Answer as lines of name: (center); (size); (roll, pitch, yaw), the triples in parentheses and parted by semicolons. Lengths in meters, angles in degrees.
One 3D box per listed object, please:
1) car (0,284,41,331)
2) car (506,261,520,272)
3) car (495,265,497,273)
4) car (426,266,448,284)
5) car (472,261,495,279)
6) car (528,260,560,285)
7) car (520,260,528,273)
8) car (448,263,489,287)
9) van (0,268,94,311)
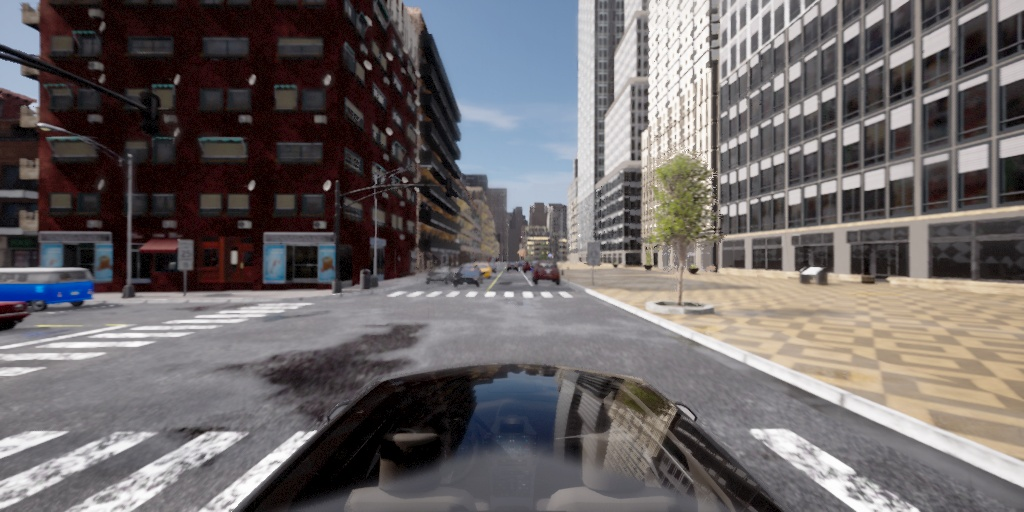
car: (-16.549, 1.592, 9.774); (4.718, 1.301, 1.895); (-1, 0, -1)
car: (0.093, 1.730, 57.815); (1.837, 1.490, 4.892); (0, -1, 0)
car: (-3.095, 1.627, 49.557); (2.128, 1.511, 4.902); (0, -1, 0)
car: (-5.697, 1.490, 28.766); (2.007, 1.370, 4.403); (0, 0, 0)
car: (-3.105, 1.497, 36.708); (1.882, 1.535, 5.008); (0, 0, 0)
car: (2.683, 1.287, 28.768); (2.192, 1.841, 5.009); (0, 0, 0)
car: (2.679, 1.485, 50.872); (2.192, 1.841, 5.009); (0, 0, 0)
car: (-3.102, 1.479, 26.575); (2.033, 1.411, 5.357); (0, 0, 0)
van: (-20.771, 1.409, 15.522); (3.998, 1.789, 1.690); (0, 0, -1)
